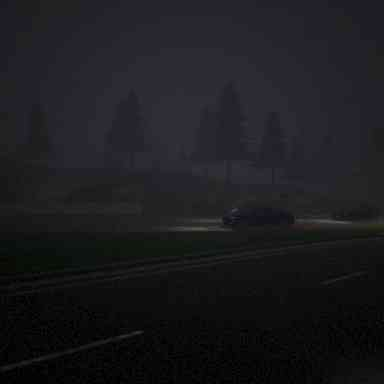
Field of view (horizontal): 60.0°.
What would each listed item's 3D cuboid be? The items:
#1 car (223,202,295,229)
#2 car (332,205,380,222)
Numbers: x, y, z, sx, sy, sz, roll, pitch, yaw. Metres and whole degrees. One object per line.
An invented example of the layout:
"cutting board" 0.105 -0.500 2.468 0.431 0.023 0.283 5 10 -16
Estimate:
"car" 4.665 1.707 23.093 5.008 1.535 1.882 0 0 -13
"car" 14.944 1.877 30.286 4.674 1.442 1.812 1 -1 -23
